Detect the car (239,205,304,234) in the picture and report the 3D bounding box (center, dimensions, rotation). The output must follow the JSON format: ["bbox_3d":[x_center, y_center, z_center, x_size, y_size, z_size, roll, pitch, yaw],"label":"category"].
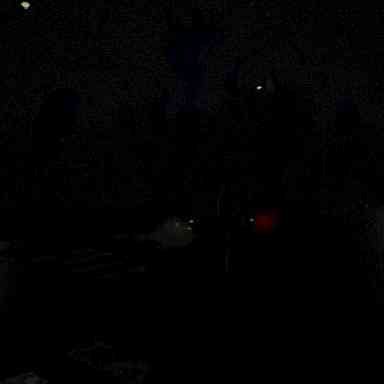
[{"bbox_3d":[4.381,1.396,18.106,2.033,1.411,5.357,0,0,36],"label":"car"}]

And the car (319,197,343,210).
[{"bbox_3d":[16.559,1.308,39.485,1.837,1.490,4.892,0,-1,37],"label":"car"}]

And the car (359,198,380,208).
[{"bbox_3d":[23.723,1.429,44.279,1.895,1.301,4.718,0,0,36],"label":"car"}]

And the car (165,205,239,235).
[{"bbox_3d":[0.481,1.420,17.790,1.994,1.385,4.181,0,0,36],"label":"car"}]
